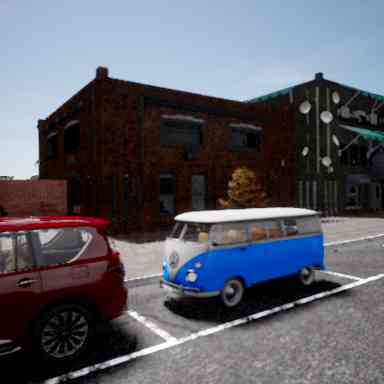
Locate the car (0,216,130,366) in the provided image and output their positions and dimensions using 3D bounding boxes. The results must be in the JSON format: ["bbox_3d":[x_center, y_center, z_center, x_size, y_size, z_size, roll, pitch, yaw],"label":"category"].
[{"bbox_3d":[-3.266,1.318,4.237,5.009,1.841,2.192,-1,0,-35],"label":"car"}]

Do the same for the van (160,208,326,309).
[{"bbox_3d":[1.257,1.284,7.449,3.998,1.788,1.690,-1,0,-35],"label":"van"}]
